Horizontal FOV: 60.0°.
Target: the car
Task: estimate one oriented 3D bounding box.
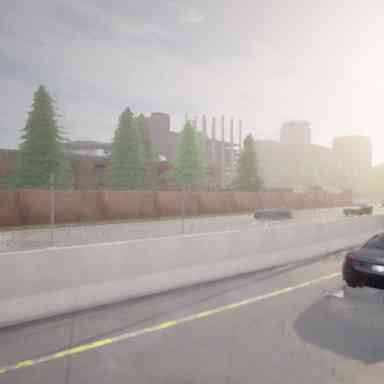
[{"bbox_3d":[5.587,1.637,8.474,4.181,1.385,1.994,0,0,-41],"label":"car"}]
